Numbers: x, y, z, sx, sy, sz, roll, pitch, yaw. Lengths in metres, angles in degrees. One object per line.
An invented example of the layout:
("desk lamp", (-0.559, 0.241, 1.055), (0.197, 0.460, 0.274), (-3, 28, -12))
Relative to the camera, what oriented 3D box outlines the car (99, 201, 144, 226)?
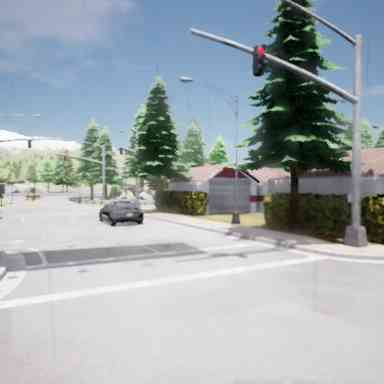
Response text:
("car", (-4.519, 1.244, 21.037), (1.994, 1.385, 4.181), (-1, 1, -27))
